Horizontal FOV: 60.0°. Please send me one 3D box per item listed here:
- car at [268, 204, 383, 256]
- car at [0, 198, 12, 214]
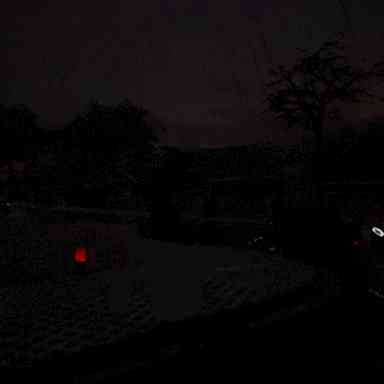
[{"bbox_3d":[5.518,1.396,13.592,4.553,1.767,2.097,-1,3,32],"label":"car"},{"bbox_3d":[-20.564,1.419,34.778,4.553,1.767,2.097,0,3,45],"label":"car"}]
